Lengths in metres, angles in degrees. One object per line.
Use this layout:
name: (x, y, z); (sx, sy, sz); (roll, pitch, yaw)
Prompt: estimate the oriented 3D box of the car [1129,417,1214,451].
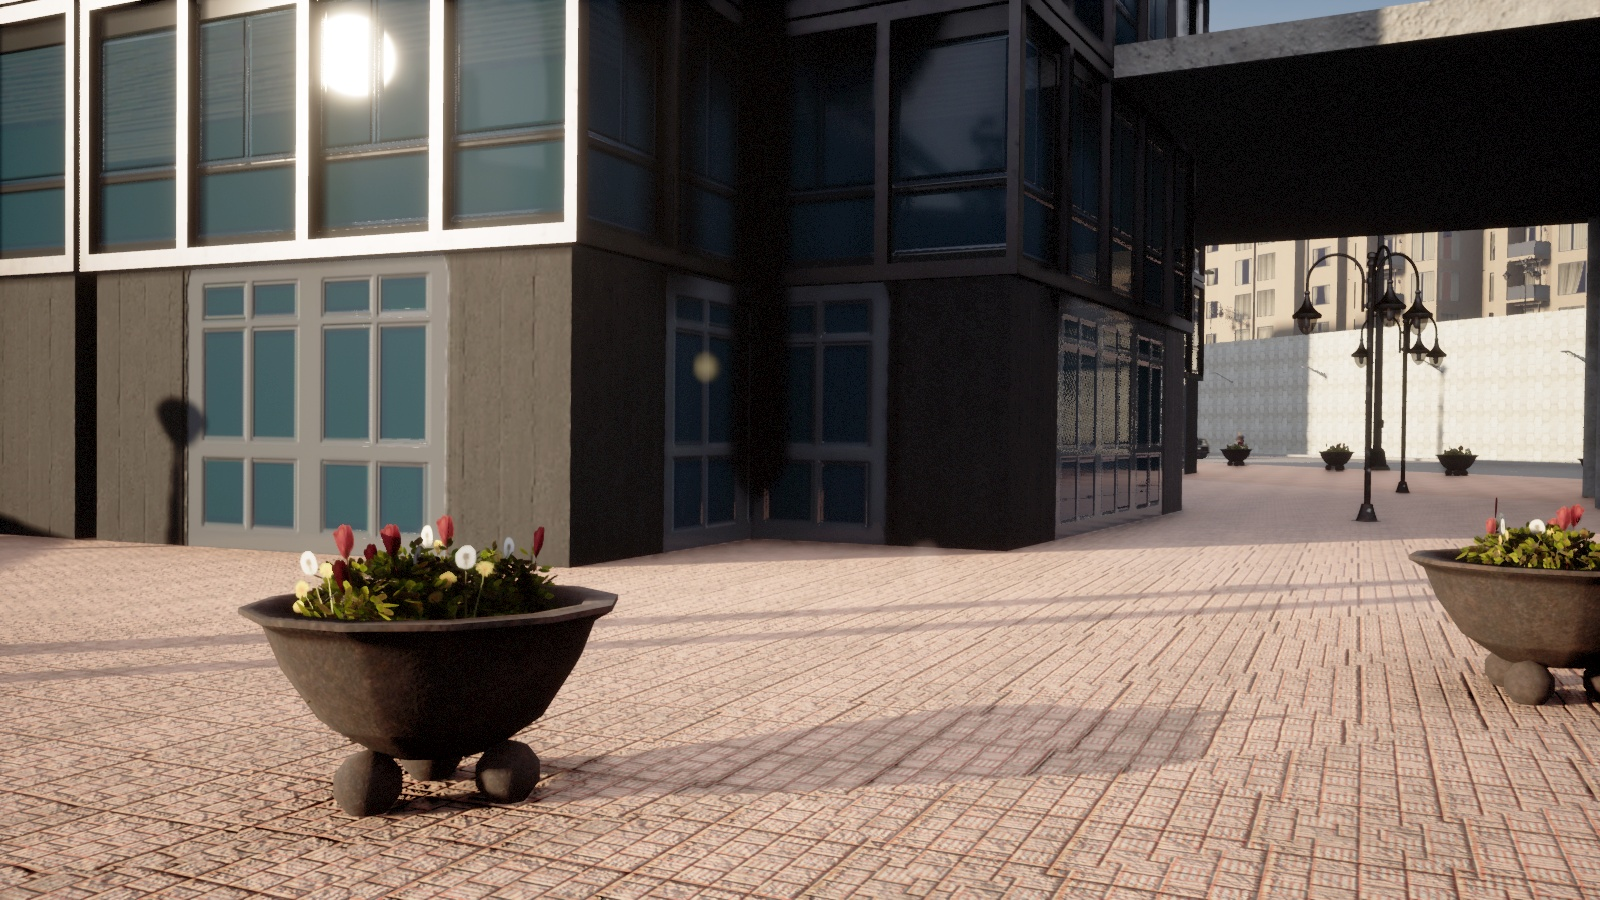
car: (22.842, -0.989, 77.401); (2.150, 2.045, 5.566); (-1, 1, -20)
